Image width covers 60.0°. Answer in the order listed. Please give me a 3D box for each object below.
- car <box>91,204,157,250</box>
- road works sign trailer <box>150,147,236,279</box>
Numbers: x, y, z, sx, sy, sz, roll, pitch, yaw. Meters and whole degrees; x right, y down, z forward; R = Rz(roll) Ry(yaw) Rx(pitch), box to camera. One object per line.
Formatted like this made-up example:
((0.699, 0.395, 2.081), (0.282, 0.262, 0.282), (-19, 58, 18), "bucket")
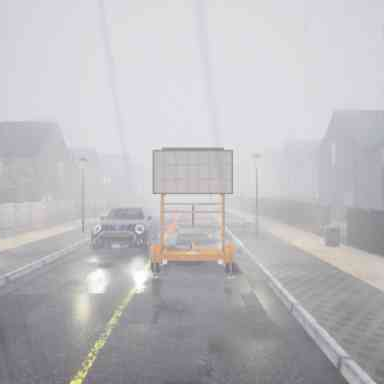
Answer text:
((-2.716, 1.357, 14.163), (2.097, 1.767, 4.553), (0, 0, 0), "car")
((0.029, 0.466, 10.062), (2.380, 3.560, 2.880), (0, 0, 1), "road works sign trailer")
